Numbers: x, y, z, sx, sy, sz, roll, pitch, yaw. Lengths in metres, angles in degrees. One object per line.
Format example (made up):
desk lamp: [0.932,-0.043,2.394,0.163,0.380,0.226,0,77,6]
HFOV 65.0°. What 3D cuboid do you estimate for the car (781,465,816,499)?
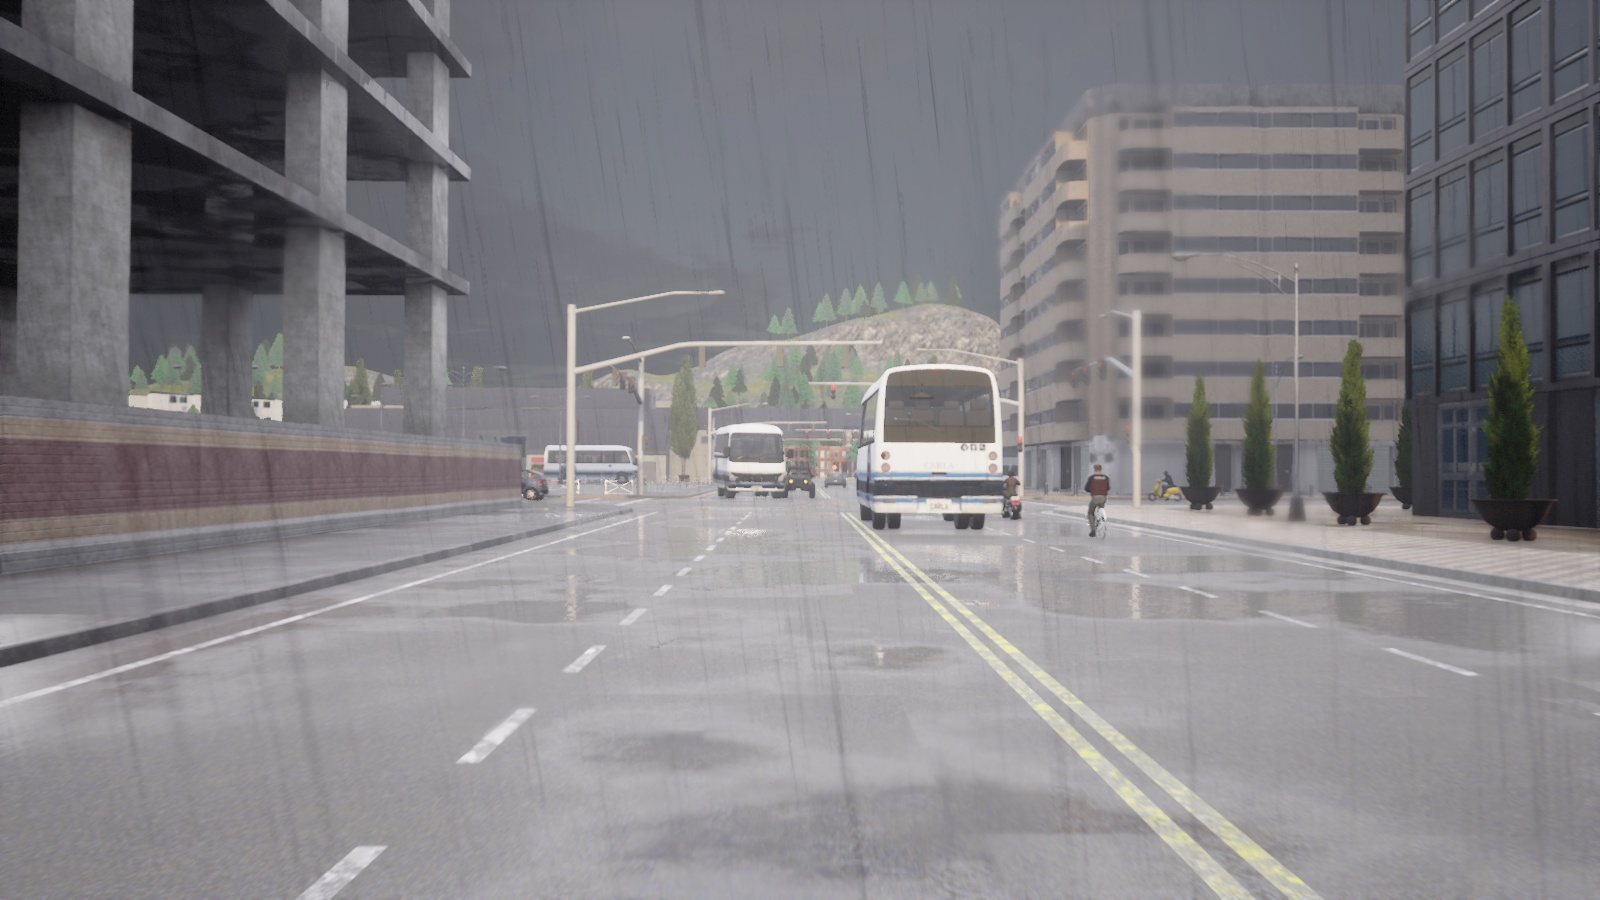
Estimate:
car: [-0.041,1.861,72.492,1.905,1.878,3.866,0,-2,1]

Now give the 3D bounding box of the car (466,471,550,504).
car: [-14.220,1.826,61.257,3.705,1.549,1.789,0,-1,0]

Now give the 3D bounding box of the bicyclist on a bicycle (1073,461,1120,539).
bicyclist on a bicycle: [6.958,1.156,29.563,0.659,1.776,1.843,0,-1,0]

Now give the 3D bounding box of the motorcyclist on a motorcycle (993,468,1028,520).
motorcyclist on a motorcycle: [6.942,1.438,41.536,0.766,1.649,2.350,0,-1,0]

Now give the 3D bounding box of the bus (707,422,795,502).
bus: [-3.014,0.672,72.899,3.944,4.253,10.273,1,0,-9]

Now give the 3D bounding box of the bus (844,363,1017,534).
bus: [3.444,0.041,36.576,3.944,4.253,10.273,0,-1,0]

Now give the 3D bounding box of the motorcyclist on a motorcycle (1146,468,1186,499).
motorcyclist on a motorcycle: [19.001,1.738,65.240,1.817,1.590,0.866,0,-1,-1]
